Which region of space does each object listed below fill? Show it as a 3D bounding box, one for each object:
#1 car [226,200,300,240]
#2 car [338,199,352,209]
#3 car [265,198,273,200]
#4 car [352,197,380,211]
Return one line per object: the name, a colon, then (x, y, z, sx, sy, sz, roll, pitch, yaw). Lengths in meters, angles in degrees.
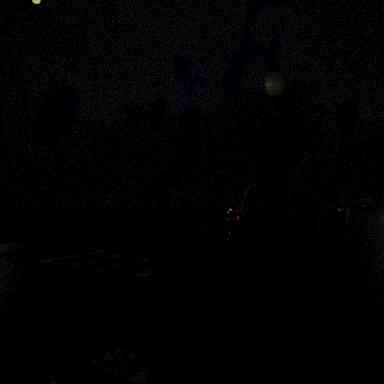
car: (3.756, 1.349, 16.364, 2.128, 1.511, 4.902, 0, 0, 37)
car: (19.790, 1.379, 42.502, 1.994, 1.385, 4.181, 0, 0, 38)
car: (4.086, 1.191, 21.714, 2.097, 1.767, 4.553, 0, 0, 37)
car: (20.169, 1.335, 38.222, 1.812, 1.442, 4.674, 0, 0, 37)
